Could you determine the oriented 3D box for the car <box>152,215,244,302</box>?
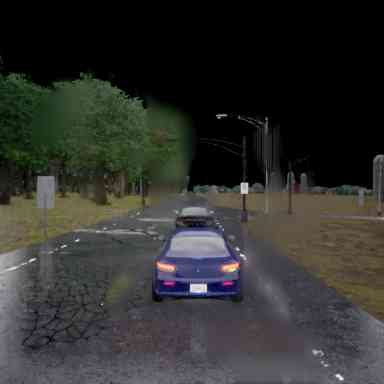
[{"bbox_3d":[0.119,1.516,8.124,1.812,1.442,4.674,0,0,0],"label":"car"}]

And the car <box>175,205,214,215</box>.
[{"bbox_3d":[0.132,1.432,17.403,1.882,1.535,5.008,0,0,0],"label":"car"}]
